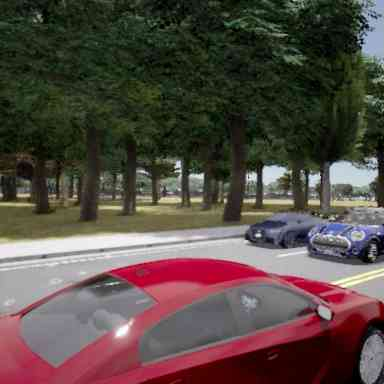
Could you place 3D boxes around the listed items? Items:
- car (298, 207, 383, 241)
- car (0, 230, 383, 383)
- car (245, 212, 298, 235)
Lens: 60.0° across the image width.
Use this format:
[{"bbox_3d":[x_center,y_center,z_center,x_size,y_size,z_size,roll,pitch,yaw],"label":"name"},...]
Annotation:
[{"bbox_3d":[6.259,1.379,12.143,4.553,1.767,2.097,0,0,-35],"label":"car"},{"bbox_3d":[0.204,1.479,3.585,5.008,1.535,1.882,0,0,-36],"label":"car"},{"bbox_3d":[4.329,1.590,14.757,4.181,1.385,1.994,0,0,-35],"label":"car"}]
